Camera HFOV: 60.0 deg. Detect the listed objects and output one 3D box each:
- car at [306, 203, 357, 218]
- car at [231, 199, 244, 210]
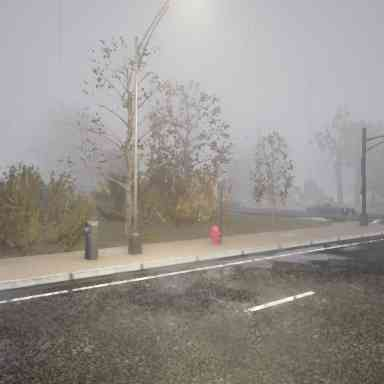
[{"bbox_3d":[13.594,1.758,32.525,1.895,1.301,4.718,1,-1,-27],"label":"car"},{"bbox_3d":[5.753,1.835,48.592,2.128,1.511,4.902,1,-1,-26],"label":"car"}]
